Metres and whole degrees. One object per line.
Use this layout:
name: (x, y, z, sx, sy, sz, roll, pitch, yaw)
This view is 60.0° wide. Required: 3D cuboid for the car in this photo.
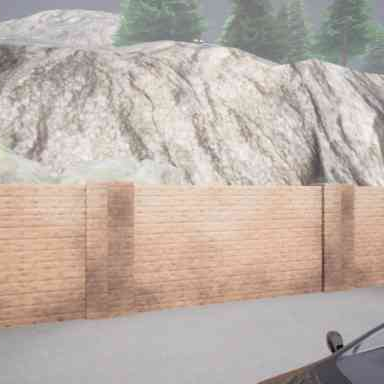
car: (2.100, 1.492, 1.946, 4.902, 1.511, 2.128, 0, 0, -19)
